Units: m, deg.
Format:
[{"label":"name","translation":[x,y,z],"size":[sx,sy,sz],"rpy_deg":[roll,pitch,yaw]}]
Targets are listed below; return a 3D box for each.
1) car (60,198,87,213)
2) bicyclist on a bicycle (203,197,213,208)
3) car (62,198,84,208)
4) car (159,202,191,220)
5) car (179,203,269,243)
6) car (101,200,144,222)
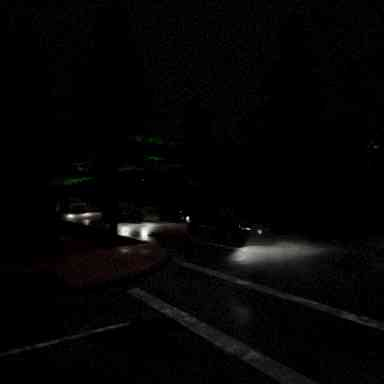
[{"label":"car","translation":[-13.183,1.448,36.881],"size":[1.882,1.535,5.008],"rpy_deg":[0,0,-36]},{"label":"bicyclist on a bicycle","translation":[1.549,1.265,31.744],"size":[1.656,1.620,0.582],"rpy_deg":[0,0,-36]},{"label":"car","translation":[-17.776,1.569,49.544],"size":[1.895,1.301,4.718],"rpy_deg":[0,0,-35]},{"label":"car","translation":[-0.816,1.493,25.924],"size":[1.812,1.442,4.674],"rpy_deg":[0,0,-35]},{"label":"car","translation":[1.555,1.478,16.218],"size":[1.837,1.490,4.892],"rpy_deg":[0,-1,-34]},{"label":"car","translation":[-5.526,1.448,26.193],"size":[1.882,1.535,5.008],"rpy_deg":[0,0,-36]}]
